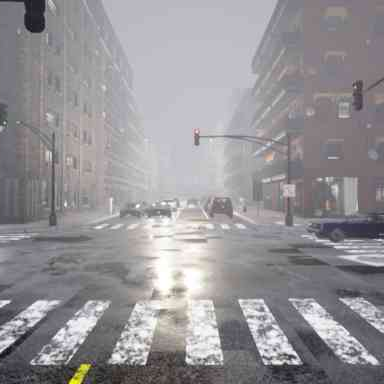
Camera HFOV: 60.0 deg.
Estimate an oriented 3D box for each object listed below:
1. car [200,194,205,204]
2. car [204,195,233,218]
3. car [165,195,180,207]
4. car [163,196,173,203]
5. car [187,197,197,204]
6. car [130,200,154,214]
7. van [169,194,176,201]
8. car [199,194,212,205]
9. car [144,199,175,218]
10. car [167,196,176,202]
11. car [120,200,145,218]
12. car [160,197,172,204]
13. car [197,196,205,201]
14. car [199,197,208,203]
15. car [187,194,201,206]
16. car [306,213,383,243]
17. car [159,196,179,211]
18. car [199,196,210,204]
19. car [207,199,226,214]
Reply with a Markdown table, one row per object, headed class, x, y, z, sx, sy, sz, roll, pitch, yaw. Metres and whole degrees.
| class | x | y | z | sx | sy | sz | roll | pitch | yaw |
| --- | --- | --- | --- | --- | --- | --- | --- | --- | --- |
| car | 2.563 | 1.336 | 41.344 | 2.192 | 1.841 | 5.009 | 1 | 0 | 0 |
| car | 2.570 | 1.326 | 30.220 | 2.192 | 1.841 | 5.009 | 1 | 0 | 0 |
| car | -2.784 | 1.565 | 50.495 | 1.812 | 1.442 | 4.674 | 0 | 0 | 0 |
| car | -5.341 | 1.671 | 74.494 | 1.752 | 1.417 | 4.829 | 1 | 0 | 0 |
| car | 0.027 | 1.685 | 70.415 | 1.994 | 1.385 | 4.181 | 0 | 0 | 0 |
| car | -5.317 | 1.580 | 35.731 | 1.947 | 1.339 | 4.313 | 1 | 0 | 0 |
| van | -5.347 | 1.588 | 91.358 | 1.690 | 1.788 | 3.998 | 1 | 0 | 0 |
| car | 2.548 | 1.402 | 63.578 | 2.192 | 1.841 | 5.009 | 1 | 0 | 0 |
| car | -2.858 | 1.575 | 30.404 | 1.994 | 1.385 | 4.181 | 0 | 0 | 0 |
| car | -5.348 | 1.764 | 85.793 | 2.008 | 1.369 | 4.403 | 1 | 0 | 0 |
| car | -5.314 | 1.577 | 30.169 | 1.947 | 1.339 | 4.313 | 1 | 0 | 0 |
| car | -5.338 | 1.667 | 69.102 | 2.008 | 1.369 | 4.403 | 1 | 0 | 0 |
| car | 2.530 | 1.813 | 91.393 | 1.947 | 1.339 | 4.313 | 1 | 0 | 0 |
| car | 2.538 | 1.728 | 74.702 | 1.802 | 1.307 | 4.206 | 1 | 0 | 0 |
| car | 0.072 | 1.557 | 58.031 | 2.128 | 1.511 | 4.902 | 0 | 0 | 0 |
| car | 7.856 | 1.614 | 15.355 | 4.718 | 1.301 | 1.895 | 0 | -1 | 0 |
| car | -2.848 | 1.545 | 40.294 | 1.812 | 1.442 | 4.674 | 0 | 0 | 0 |
| car | 2.543 | 1.556 | 69.142 | 1.967 | 1.590 | 4.097 | 1 | 0 | 0 |
| car | 2.563 | 1.540 | 35.949 | 1.752 | 1.417 | 4.829 | 1 | 0 | 0 |
